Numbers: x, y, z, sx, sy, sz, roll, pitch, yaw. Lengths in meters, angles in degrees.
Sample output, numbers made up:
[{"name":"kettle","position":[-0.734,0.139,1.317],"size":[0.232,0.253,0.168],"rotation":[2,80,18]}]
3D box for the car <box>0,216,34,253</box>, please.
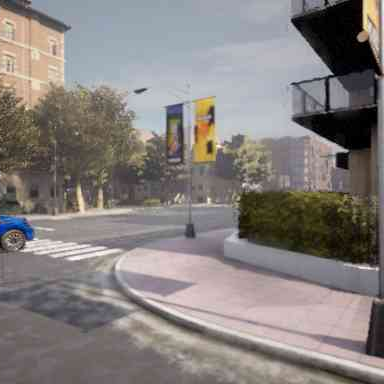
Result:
[{"name":"car","position":[-8.764,1.349,12.095],"size":[2.150,2.045,5.566],"rotation":[-1,0,35]}]
